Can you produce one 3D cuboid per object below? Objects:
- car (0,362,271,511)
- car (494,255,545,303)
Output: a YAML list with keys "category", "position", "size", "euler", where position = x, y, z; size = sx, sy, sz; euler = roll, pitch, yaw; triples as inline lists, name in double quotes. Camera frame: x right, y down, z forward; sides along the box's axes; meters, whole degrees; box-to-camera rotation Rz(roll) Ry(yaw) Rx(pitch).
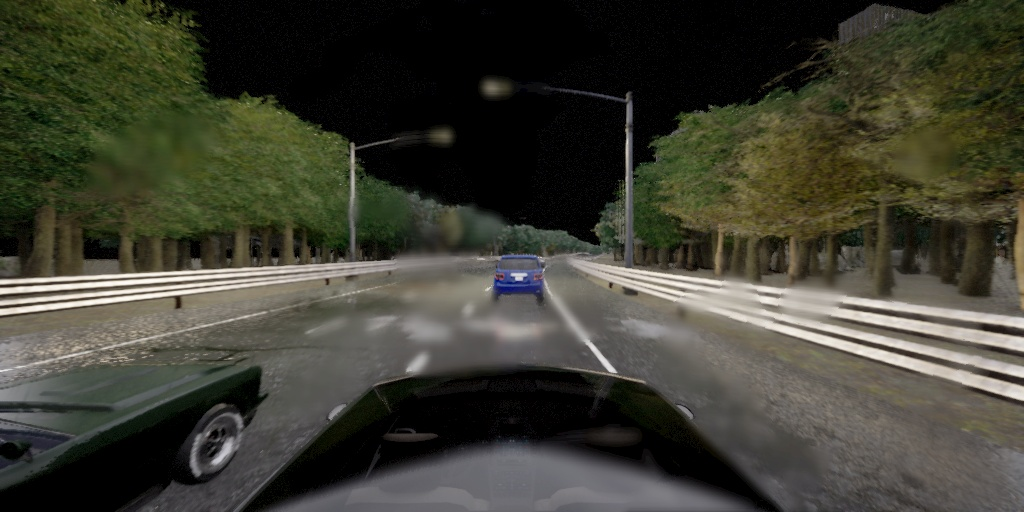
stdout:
- category: "car"
  position: [-3.517, 1.337, 1.686]
  size: [1.895, 1.301, 4.718]
  euler: [0, 0, 0]
- category: "car"
  position: [0.385, 0.966, 16.878]
  size: [2.150, 2.045, 5.566]
  euler: [0, 0, 2]
